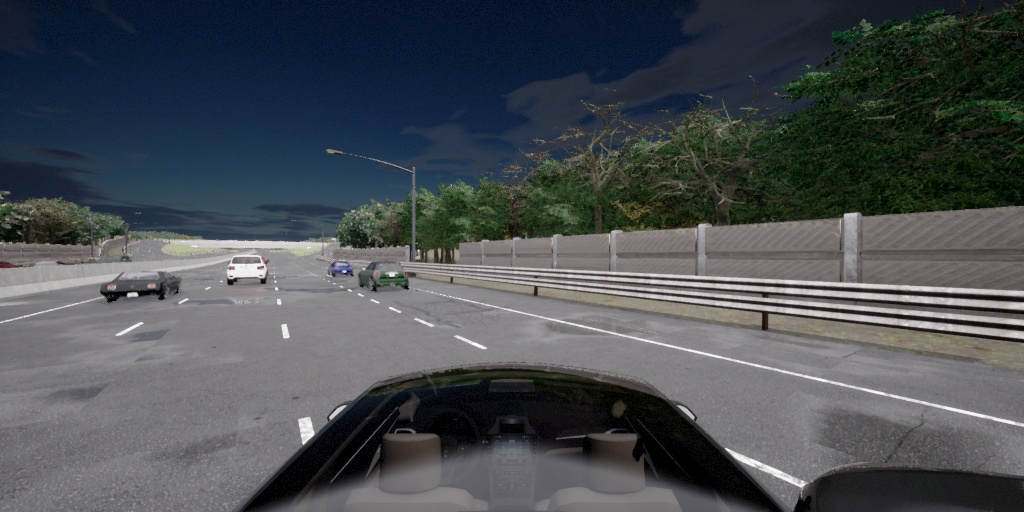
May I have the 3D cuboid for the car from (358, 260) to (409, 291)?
[{"bbox_3d":[-7.947,1.096,21.926,2.097,1.767,4.553,0,0,-34],"label":"car"}]

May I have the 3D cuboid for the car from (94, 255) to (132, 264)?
[{"bbox_3d":[-47.075,0.925,42.380,2.150,2.045,5.566,0,0,-33],"label":"car"}]

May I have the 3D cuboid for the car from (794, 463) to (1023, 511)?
[{"bbox_3d":[2.985,1.315,0.487,4.181,1.385,1.994,0,0,34],"label":"car"}]

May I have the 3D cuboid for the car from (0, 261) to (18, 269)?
[{"bbox_3d":[-50.317,1.185,34.578,1.882,1.535,5.008,0,0,-33],"label":"car"}]

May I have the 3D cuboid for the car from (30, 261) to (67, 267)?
[{"bbox_3d":[-47.650,1.233,36.883,1.812,1.442,4.674,0,0,-33],"label":"car"}]

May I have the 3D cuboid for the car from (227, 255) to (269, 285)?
[{"bbox_3d":[-19.278,0.957,26.233,2.150,2.045,5.566,0,0,-34],"label":"car"}]

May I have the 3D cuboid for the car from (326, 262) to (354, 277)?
[{"bbox_3d":[-16.850,1.256,35.181,1.812,1.442,4.674,0,0,-34],"label":"car"}]

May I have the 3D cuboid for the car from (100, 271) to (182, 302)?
[{"bbox_3d":[-17.302,1.343,17.018,1.895,1.301,4.718,0,0,-34],"label":"car"}]
